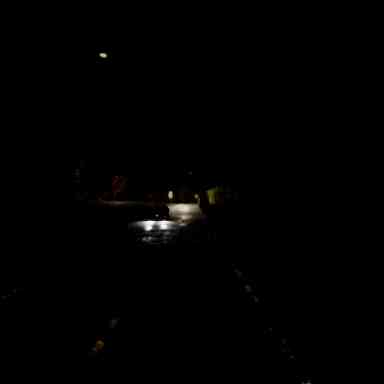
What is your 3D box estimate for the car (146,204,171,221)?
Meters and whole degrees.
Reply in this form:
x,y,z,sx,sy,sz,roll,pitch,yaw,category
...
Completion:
x,y,z,sx,sy,sz,roll,pitch,yaw,category
-3.001,1.832,30.495,1.994,1.385,4.181,0,-1,0,car
